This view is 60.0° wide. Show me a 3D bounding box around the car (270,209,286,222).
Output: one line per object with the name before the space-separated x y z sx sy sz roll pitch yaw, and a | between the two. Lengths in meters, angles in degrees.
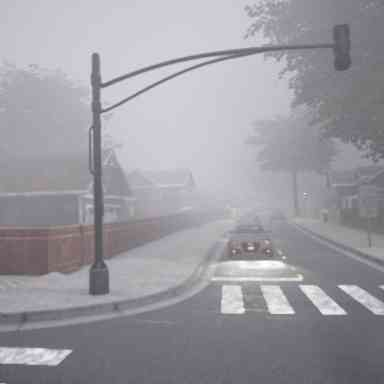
car | 11.758 3.126 45.527 2.097 1.767 4.553 -2 -3 15

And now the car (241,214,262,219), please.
car | 4.508 2.605 26.004 1.812 1.442 4.674 -2 -3 11

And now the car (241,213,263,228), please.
car | 6.546 3.033 35.906 1.994 1.385 4.181 -2 -3 13

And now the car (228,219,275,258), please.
car | 2.773 2.238 15.877 1.994 1.385 4.181 -2 -3 9

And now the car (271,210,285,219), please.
car | 14.259 3.700 55.172 2.033 1.411 5.357 -2 -3 16
